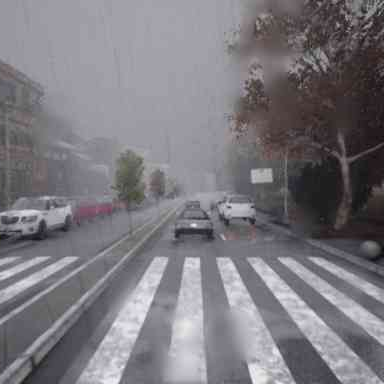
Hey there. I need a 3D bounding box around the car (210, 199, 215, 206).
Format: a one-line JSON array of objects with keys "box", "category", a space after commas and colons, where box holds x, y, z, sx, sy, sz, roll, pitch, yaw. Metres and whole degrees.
[{"box": [3.259, 1.538, 42.104, 1.812, 1.442, 4.674, 0, 0, 0], "category": "car"}]

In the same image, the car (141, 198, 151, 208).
[{"box": [-7.969, 1.517, 50.886, 2.002, 1.452, 4.674, 0, 0, 0], "category": "car"}]

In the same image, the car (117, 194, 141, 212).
[{"box": [-8.030, 1.248, 39.762, 2.435, 2.045, 5.566, 0, 0, 0], "category": "car"}]

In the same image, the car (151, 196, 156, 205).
[{"box": [-7.937, 1.492, 56.402, 2.163, 1.488, 4.792, 0, 0, 0], "category": "car"}]

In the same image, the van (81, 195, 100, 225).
[{"box": [-8.121, 1.283, 23.034, 1.878, 1.987, 4.442, 0, 0, 0], "category": "van"}]

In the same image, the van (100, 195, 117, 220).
[{"box": [-8.090, 1.283, 28.581, 1.878, 1.987, 4.442, 0, 0, 0], "category": "van"}]

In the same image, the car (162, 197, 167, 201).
[{"box": [-7.815, 1.377, 78.522, 2.097, 1.535, 5.008, 0, 0, 1], "category": "car"}]

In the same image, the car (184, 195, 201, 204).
[{"box": [0.096, 1.518, 41.340, 1.837, 1.490, 4.892, 0, 0, 0], "category": "car"}]

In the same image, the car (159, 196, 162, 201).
[{"box": [-7.877, 1.425, 67.529, 2.231, 1.521, 4.892, 0, 0, 0], "category": "car"}]

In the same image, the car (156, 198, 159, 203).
[{"box": [-7.907, 1.485, 61.979, 2.002, 1.452, 4.674, 0, 0, 0], "category": "car"}]

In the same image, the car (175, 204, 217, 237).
[{"box": [0.098, 1.585, 18.122, 1.994, 1.385, 4.181, 0, 0, 0], "category": "car"}]

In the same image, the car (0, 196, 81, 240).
[{"box": [-8.150, 1.255, 17.576, 2.435, 2.045, 5.566, 0, 0, 0], "category": "car"}]

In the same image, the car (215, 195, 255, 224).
[{"box": [3.252, 1.239, 24.896, 2.150, 2.045, 5.566, 0, -1, -1], "category": "car"}]
